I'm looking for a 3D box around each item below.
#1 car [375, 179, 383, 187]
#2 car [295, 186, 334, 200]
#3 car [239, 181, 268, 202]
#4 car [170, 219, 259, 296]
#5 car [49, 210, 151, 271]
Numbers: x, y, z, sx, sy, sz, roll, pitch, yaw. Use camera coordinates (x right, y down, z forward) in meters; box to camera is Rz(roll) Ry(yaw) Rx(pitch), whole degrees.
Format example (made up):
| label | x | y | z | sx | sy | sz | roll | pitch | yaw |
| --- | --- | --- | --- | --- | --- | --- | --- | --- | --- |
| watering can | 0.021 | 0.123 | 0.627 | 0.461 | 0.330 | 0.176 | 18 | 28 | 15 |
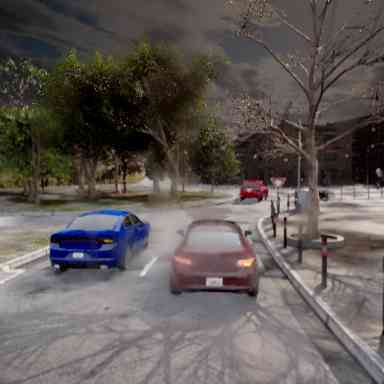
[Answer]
| label | x | y | z | sx | sy | sz | roll | pitch | yaw |
| --- | --- | --- | --- | --- | --- | --- | --- | --- | --- |
| car | 35.137 | -1.741 | 59.371 | 2.185 | 1.767 | 4.553 | -1 | 4 | -15 |
| car | 12.515 | 0.124 | 33.788 | 4.902 | 1.511 | 2.128 | -3 | 4 | -37 |
| car | 6.405 | -0.160 | 34.149 | 2.150 | 2.045 | 5.566 | 2 | 4 | 21 |
| car | 0.547 | 1.409 | 8.308 | 1.812 | 1.442 | 4.674 | 0 | 1 | 4 |
| car | -2.563 | 1.299 | 10.421 | 1.882 | 1.535 | 5.008 | 0 | 2 | 4 |
